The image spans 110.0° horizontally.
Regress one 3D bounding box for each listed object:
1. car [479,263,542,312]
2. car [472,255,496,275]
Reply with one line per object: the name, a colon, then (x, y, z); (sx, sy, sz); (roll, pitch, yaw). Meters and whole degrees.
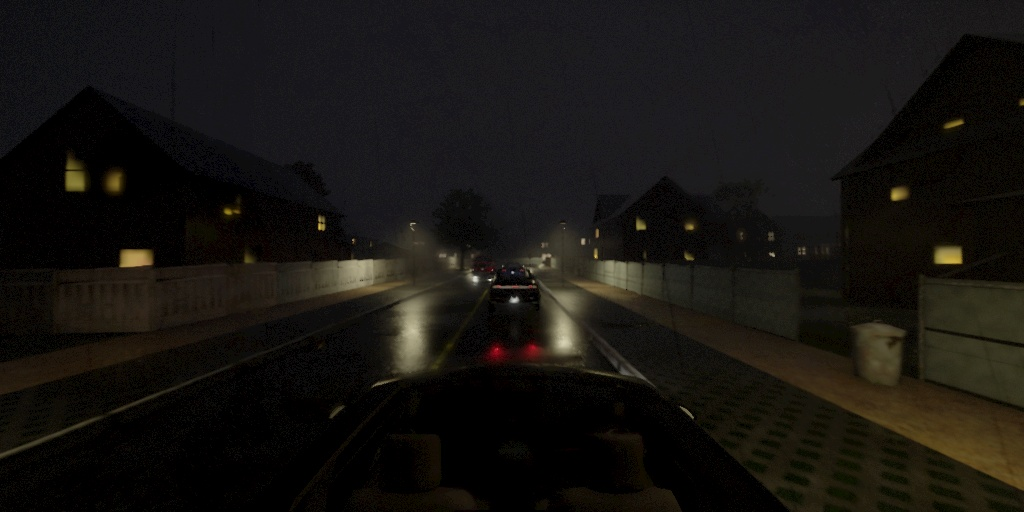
car: (0.091, 1.215, 13.972); (2.128, 1.511, 4.902); (0, 0, 0)
car: (-2.846, 0.906, 37.439); (2.150, 2.045, 5.566); (0, 0, 0)
